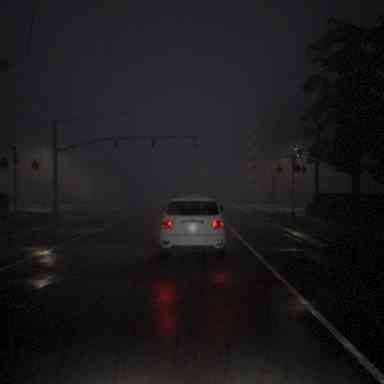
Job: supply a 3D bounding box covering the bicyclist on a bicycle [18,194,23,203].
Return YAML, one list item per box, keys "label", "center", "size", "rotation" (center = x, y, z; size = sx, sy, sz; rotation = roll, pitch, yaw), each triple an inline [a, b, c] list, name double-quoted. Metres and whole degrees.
- label: "bicyclist on a bicycle"
  center: [-29.059, 1.090, 56.285]
  size: [0.582, 1.620, 1.656]
  rotation: [-10, 5, 0]

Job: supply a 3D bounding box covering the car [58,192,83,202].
- label: "car"
  center: [-23.323, 0.923, 61.501]
  size: [4.611, 1.667, 2.242]
  rotation: [0, 0, 1]

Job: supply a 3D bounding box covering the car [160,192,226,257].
- label: "car"
  center: [0.054, 1.141, 12.638]
  size: [2.150, 2.045, 5.566]
  rotation: [0, 0, 1]

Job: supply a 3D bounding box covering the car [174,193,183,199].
- label: "car"
  center: [-3.225, 1.045, 81.970]
  size: [2.033, 1.411, 5.357]
  rotation: [0, 0, 0]
